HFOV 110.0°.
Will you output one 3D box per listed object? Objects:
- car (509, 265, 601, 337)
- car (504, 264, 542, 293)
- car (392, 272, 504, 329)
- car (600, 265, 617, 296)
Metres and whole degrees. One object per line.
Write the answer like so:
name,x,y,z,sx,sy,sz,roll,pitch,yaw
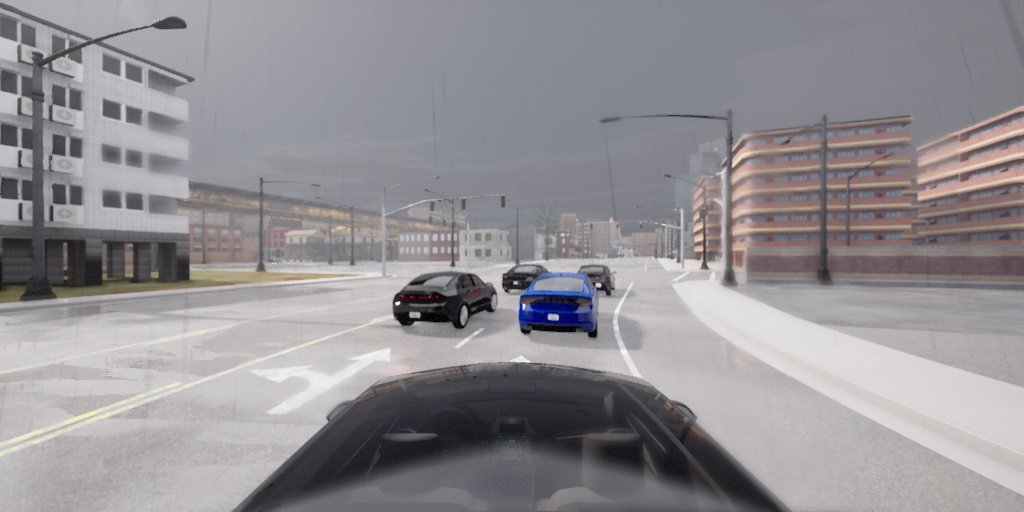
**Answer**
car,1.516,1.203,10.355,1.882,1.535,5.008,0,0,14
car,1.033,1.175,20.059,1.882,1.535,5.008,0,0,20
car,-1.855,1.228,11.322,1.837,1.490,4.892,0,0,14
car,4.475,1.204,19.267,1.837,1.490,4.892,0,0,20
